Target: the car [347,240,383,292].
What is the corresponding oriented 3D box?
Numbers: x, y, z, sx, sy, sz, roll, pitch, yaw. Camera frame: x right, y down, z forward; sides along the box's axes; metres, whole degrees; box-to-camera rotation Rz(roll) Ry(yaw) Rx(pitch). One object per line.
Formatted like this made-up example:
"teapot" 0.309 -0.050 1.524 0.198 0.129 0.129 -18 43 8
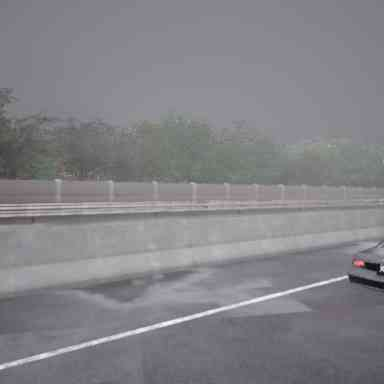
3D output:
"car" 5.927 1.584 7.965 5.357 1.411 2.033 0 0 -34
